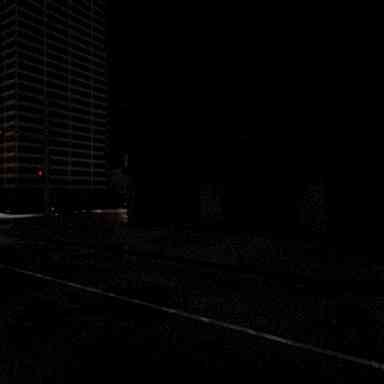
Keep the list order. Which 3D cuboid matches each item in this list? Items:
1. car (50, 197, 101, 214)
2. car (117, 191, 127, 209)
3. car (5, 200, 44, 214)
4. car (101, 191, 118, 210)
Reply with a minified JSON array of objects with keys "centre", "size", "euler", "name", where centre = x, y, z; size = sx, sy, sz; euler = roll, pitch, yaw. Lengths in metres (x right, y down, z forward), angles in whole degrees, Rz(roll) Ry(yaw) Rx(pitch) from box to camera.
[{"centre":[-12.779,1.485,35.916],"size":[2.128,1.511,4.902],"euler":[0,0,35],"name":"car"},{"centre":[-6.815,1.215,44.396],"size":[2.150,2.045,5.566],"euler":[0,0,36],"name":"car"},{"centre":[-17.091,1.540,35.868],"size":[2.033,1.411,5.357],"euler":[0,0,35],"name":"car"},{"centre":[-10.963,1.215,44.590],"size":[2.150,2.045,5.566],"euler":[0,0,35],"name":"car"}]
